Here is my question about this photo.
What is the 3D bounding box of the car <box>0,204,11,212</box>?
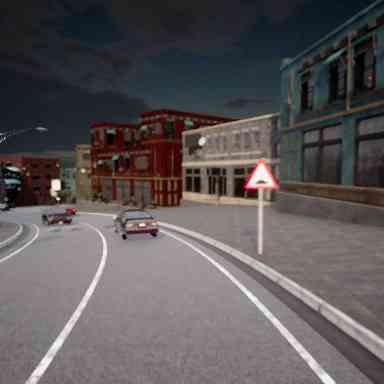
[{"bbox_3d":[-35.763,3.027,63.046,1.882,1.535,5.008,-2,0,-20],"label":"car"}]

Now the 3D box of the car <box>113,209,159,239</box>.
[{"bbox_3d":[-3.247,1.679,18.555,2.033,1.411,5.357,-2,0,-19],"label":"car"}]

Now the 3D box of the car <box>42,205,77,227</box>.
[{"bbox_3d":[-11.238,2.010,27.445,2.033,1.411,5.357,-2,0,-30],"label":"car"}]

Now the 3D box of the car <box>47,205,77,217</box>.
[{"bbox_3d":[-15.580,2.233,39.834,1.895,1.301,4.718,-4,1,-40],"label":"car"}]
